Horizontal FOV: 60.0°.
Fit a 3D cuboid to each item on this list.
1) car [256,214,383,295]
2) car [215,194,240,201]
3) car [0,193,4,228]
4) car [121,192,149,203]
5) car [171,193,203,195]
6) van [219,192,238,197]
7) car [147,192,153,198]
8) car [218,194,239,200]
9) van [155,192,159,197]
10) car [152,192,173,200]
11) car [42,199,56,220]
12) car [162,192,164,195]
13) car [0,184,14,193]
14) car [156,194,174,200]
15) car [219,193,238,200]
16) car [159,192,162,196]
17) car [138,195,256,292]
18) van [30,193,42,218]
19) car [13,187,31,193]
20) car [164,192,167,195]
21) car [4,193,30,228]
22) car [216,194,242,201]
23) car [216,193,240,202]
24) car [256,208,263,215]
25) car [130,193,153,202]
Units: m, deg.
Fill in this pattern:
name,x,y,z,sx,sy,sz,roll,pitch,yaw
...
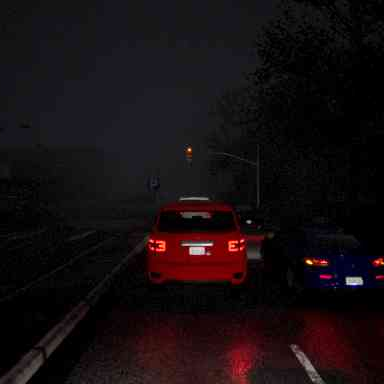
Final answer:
name,x,y,z,sx,sy,sz,roll,pitch,yaw
car,3.091,1.533,8.638,1.812,1.442,4.674,0,0,0
car,8.079,1.258,76.494,5.366,1.575,1.946,1,0,-13
car,-13.816,1.264,18.197,5.566,2.045,2.435,-1,0,-20
car,-11.534,1.359,65.057,4.792,1.488,2.163,-1,0,-15
car,0.127,1.247,19.445,2.150,2.045,5.566,0,0,0
van,7.190,1.043,67.678,4.442,1.987,1.878,1,0,-14
car,-10.893,1.316,68.050,5.366,1.575,1.946,-1,0,-15
car,8.977,1.298,82.420,4.674,1.452,2.002,1,0,-12
van,-10.343,1.094,74.043,4.442,1.987,1.878,-1,0,-14
car,-8.130,1.065,92.002,5.566,2.045,2.435,-1,0,-12
car,-13.664,1.405,27.248,4.553,1.767,2.185,-1,0,-19
car,-9.750,1.360,80.010,4.674,1.452,2.002,-1,0,-13
car,-31.237,-0.425,55.958,2.435,2.045,5.566,6,-3,-19
car,-7.712,1.316,94.982,5.008,1.535,2.097,-1,0,-12
car,9.340,1.129,85.350,4.553,1.767,2.185,1,0,-12
car,-10.119,1.322,77.014,4.892,1.521,2.231,-1,0,-14
car,0.092,1.230,9.087,2.150,2.045,5.566,0,0,0
van,-13.635,1.298,24.270,4.442,1.987,1.878,-1,0,-20
car,-28.242,0.138,55.902,2.002,1.452,4.674,6,-3,-19
car,-9.383,1.359,83.012,4.674,1.452,2.002,-1,0,-13
car,-13.747,1.268,21.234,5.566,2.045,2.435,-1,0,-20
car,8.101,1.264,73.642,5.366,1.575,1.946,1,0,-13
car,7.569,1.142,70.648,4.553,1.767,2.185,1,0,-14
car,3.139,1.504,20.669,1.882,1.535,5.008,0,-1,0
car,-10.804,1.197,71.002,4.553,1.767,2.185,-1,0,-14
